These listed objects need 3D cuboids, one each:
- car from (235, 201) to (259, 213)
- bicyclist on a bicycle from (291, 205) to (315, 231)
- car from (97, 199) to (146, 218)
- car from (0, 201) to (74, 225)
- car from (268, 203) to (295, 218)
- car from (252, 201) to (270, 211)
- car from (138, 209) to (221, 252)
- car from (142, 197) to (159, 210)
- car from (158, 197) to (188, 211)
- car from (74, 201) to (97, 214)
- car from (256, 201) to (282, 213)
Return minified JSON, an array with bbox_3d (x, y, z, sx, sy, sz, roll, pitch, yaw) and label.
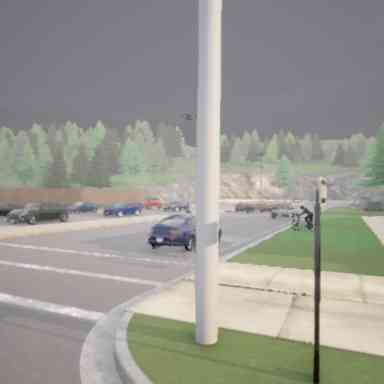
[{"bbox_3d":[7.643,2.174,48.055,2.128,1.511,4.902,0,-1,25],"label":"car"},{"bbox_3d":[7.093,1.647,20.938,1.656,1.620,0.582,0,-1,25],"label":"bicyclist on a bicycle"},{"bbox_3d":[-7.347,1.823,35.278,1.882,1.535,5.008,0,-1,25],"label":"car"},{"bbox_3d":[-11.822,1.528,25.736,2.097,1.767,4.553,0,-1,25],"label":"car"},{"bbox_3d":[10.131,2.176,36.765,1.895,1.301,4.718,0,-1,25],"label":"car"},{"bbox_3d":[11.939,2.325,57.348,1.882,1.535,5.008,0,-1,25],"label":"car"},{"bbox_3d":[-0.238,1.710,14.900,1.812,1.442,4.674,0,-1,26],"label":"car"},{"bbox_3d":[-6.875,1.781,52.692,2.150,2.045,5.566,0,0,25],"label":"car"},{"bbox_3d":[-2.293,1.893,46.018,2.097,1.767,4.553,0,-1,25],"label":"car"},{"bbox_3d":[-13.095,1.853,39.496,1.812,1.442,4.674,0,-1,26],"label":"car"},{"bbox_3d":[10.876,2.306,46.708,1.895,1.301,4.718,0,-1,26],"label":"car"}]
